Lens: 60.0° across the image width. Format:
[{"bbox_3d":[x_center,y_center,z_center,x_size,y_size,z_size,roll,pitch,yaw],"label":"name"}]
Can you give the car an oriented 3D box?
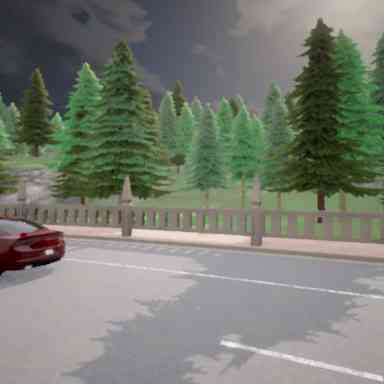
[{"bbox_3d":[-6.087,1.449,9.847,5.008,1.535,1.882,0,0,23],"label":"car"}]
